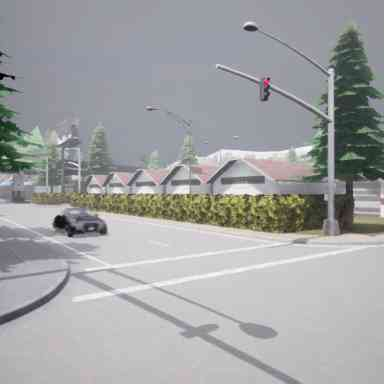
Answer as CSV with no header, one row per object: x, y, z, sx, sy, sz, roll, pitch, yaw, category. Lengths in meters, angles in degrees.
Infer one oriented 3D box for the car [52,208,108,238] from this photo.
-6.140,1.592,17.997,1.994,1.385,4.181,0,1,-37,car
